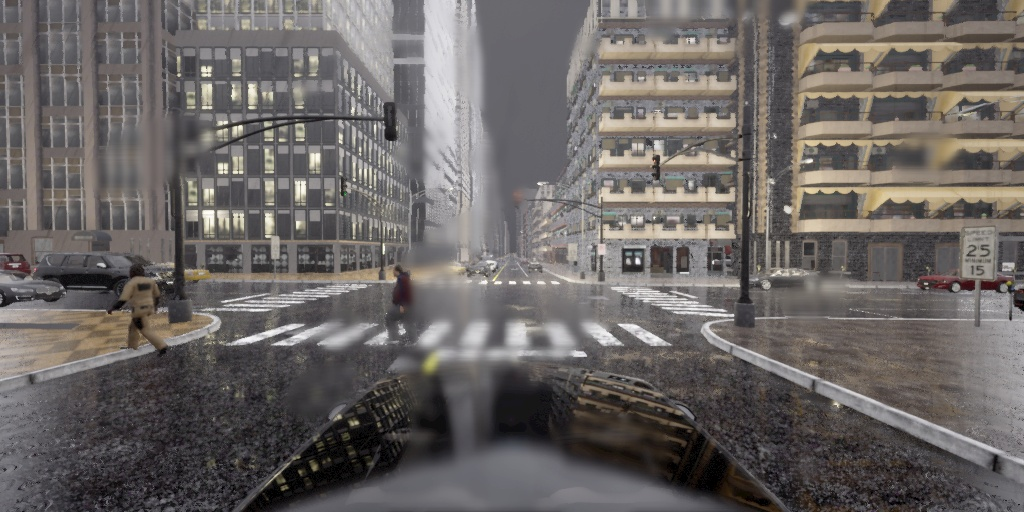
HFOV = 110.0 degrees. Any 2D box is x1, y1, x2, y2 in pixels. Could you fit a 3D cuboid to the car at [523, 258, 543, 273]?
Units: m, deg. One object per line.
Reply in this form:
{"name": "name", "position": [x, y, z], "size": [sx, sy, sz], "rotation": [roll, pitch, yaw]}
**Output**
{"name": "car", "position": [2.685, 1.289, 42.356], "size": [2.007, 1.370, 4.403], "rotation": [0, 0, 0]}

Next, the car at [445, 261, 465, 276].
{"name": "car", "position": [-5.695, 1.265, 36.531], "size": [1.751, 1.417, 4.829], "rotation": [0, 0, 0]}

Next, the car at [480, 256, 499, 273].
{"name": "car", "position": [-3.102, 0.960, 44.436], "size": [2.150, 2.045, 5.566], "rotation": [0, 0, 0]}

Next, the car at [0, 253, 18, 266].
{"name": "car", "position": [-33.616, 0.712, 22.583], "size": [5.009, 1.841, 2.192], "rotation": [0, 0, 1]}

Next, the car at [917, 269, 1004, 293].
{"name": "car", "position": [27.372, 1.461, 21.734], "size": [4.507, 1.381, 1.888], "rotation": [0, 0, 1]}

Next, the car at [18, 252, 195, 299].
{"name": "car", "position": [-18.484, 0.848, 16.567], "size": [5.566, 2.045, 2.150], "rotation": [1, 1, 1]}

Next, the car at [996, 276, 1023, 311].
{"name": "car", "position": [21.715, 1.576, 13.432], "size": [4.313, 1.339, 1.948], "rotation": [0, 0, 1]}

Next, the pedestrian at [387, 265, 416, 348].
{"name": "pedestrian", "position": [-2.358, 1.042, 7.670], "size": [0.375, 1.860, 0.375], "rotation": [-1, 1, 0]}

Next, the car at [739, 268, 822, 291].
{"name": "car", "position": [16.307, 1.375, 21.888], "size": [4.403, 1.370, 2.007], "rotation": [0, 0, 1]}

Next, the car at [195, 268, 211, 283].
{"name": "car", "position": [-21.669, 1.029, 22.380], "size": [4.829, 1.417, 1.751], "rotation": [0, 0, 1]}

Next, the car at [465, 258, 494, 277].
{"name": "car", "position": [-3.099, 1.245, 34.737], "size": [1.837, 1.490, 4.892], "rotation": [0, 0, 0]}

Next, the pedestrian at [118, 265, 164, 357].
{"name": "pedestrian", "position": [-7.307, 1.042, 7.067], "size": [0.375, 1.860, 0.375], "rotation": [-1, 1, 0]}

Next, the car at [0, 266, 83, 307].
{"name": "car", "position": [-20.287, 1.204, 14.047], "size": [4.403, 1.370, 2.007], "rotation": [0, 0, 1]}
